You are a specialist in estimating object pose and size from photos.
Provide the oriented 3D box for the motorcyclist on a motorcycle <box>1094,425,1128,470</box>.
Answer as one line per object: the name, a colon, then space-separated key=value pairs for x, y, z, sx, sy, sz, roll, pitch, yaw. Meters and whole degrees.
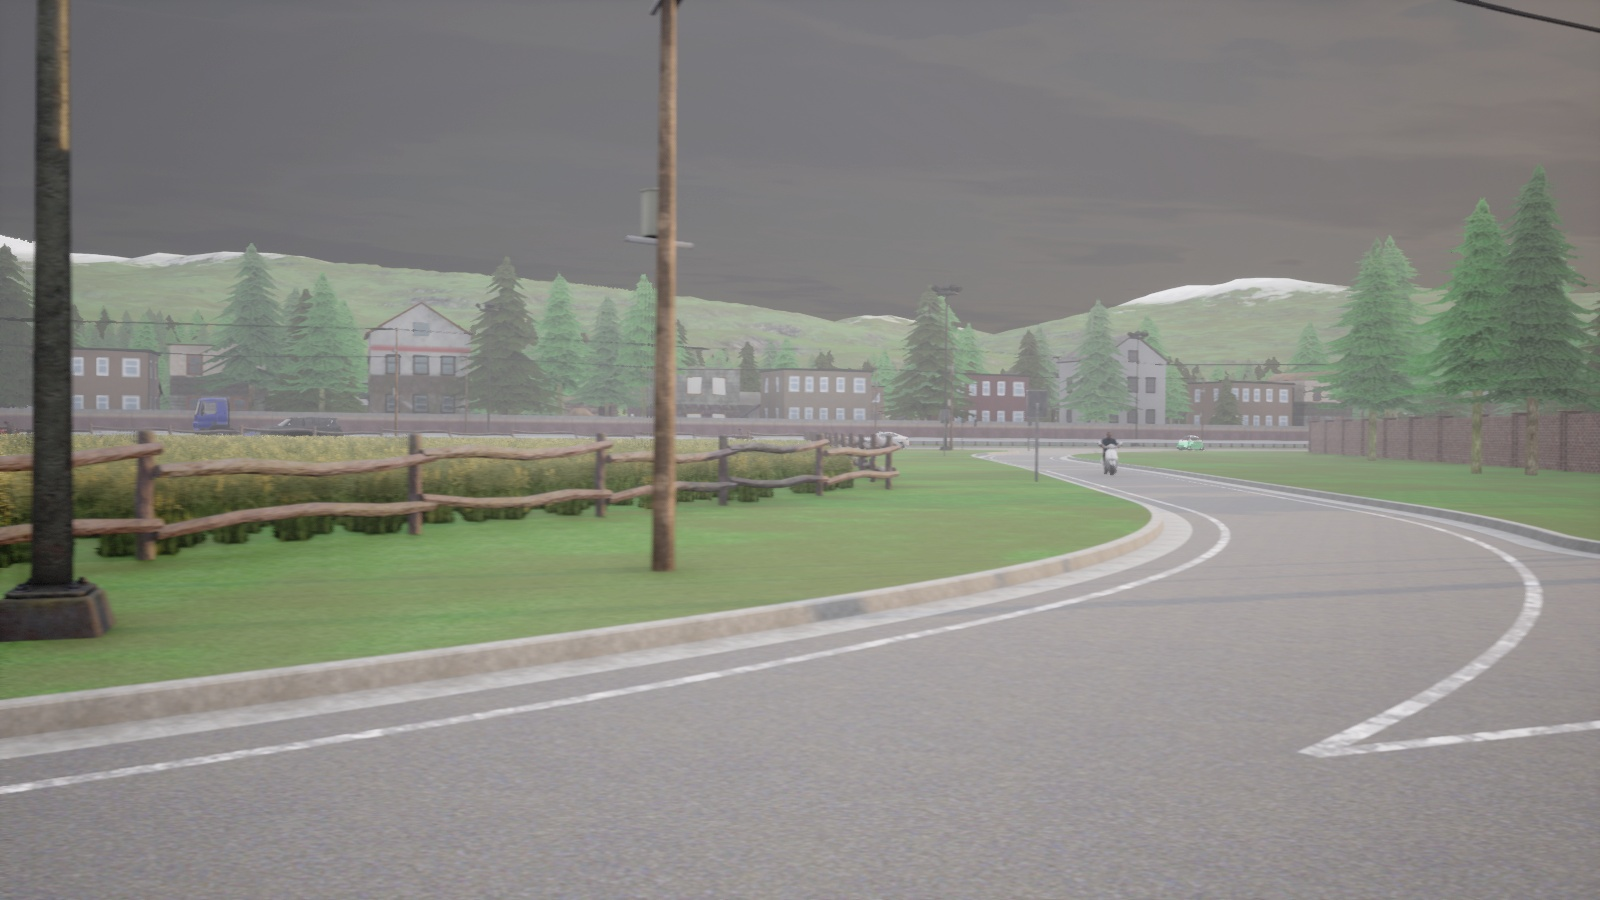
motorcyclist on a motorcycle: x=11.261 y=-0.111 z=45.538 sx=0.866 sy=1.590 sz=1.817 roll=-1 pitch=1 yaw=4

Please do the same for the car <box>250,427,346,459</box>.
car: x=-33.230 y=-0.477 z=83.178 sx=5.566 sy=2.045 sz=2.150 roll=-1 pitch=1 yaw=-35

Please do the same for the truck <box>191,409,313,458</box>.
truck: x=-39.721 y=-1.239 z=91.252 sx=7.936 sy=3.462 sz=2.891 roll=-1 pitch=1 yaw=-23
